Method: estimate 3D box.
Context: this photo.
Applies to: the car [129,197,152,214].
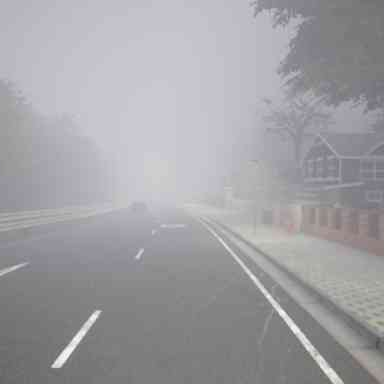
[{"bbox_3d":[-6.165,1.721,39.510,1.837,1.490,4.892,0,0,-3],"label":"car"}]
